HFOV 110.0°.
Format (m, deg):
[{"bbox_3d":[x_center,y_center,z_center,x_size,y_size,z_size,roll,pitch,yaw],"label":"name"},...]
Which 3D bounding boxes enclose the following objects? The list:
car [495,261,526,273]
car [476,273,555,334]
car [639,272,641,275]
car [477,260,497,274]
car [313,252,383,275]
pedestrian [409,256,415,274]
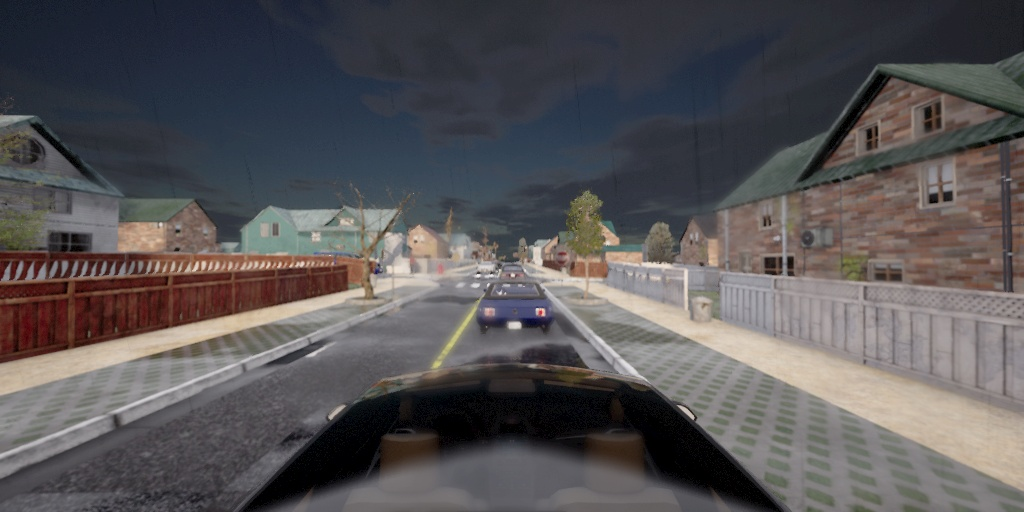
[{"bbox_3d":[0.045,1.339,26.385,2.033,1.411,5.357,1,0,0],"label":"car"},{"bbox_3d":[0.072,1.363,10.687,1.895,1.301,4.718,0,0,0],"label":"car"},{"bbox_3d":[11.149,1.590,31.998,5.008,1.535,1.882,1,-1,0],"label":"car"},{"bbox_3d":[-2.989,1.367,42.514,1.812,1.442,4.674,0,0,2],"label":"car"},{"bbox_3d":[-13.397,0.728,29.020,5.566,2.045,2.150,2,-1,-1],"label":"car"},{"bbox_3d":[-9.718,0.837,34.863,0.375,1.860,0.375,0,-2,0],"label":"pedestrian"}]
